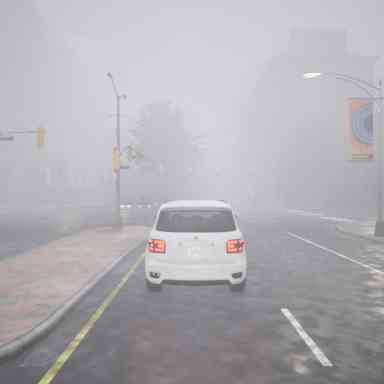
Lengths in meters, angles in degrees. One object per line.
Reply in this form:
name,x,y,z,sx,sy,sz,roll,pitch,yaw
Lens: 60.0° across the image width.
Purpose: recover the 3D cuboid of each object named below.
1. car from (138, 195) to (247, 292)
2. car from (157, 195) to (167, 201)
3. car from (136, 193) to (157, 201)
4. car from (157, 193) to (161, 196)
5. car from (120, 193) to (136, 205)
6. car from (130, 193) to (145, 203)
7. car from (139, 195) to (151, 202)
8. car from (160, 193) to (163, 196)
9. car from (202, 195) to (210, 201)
car,0.096,1.221,9.048,2.150,2.045,5.566,0,0,0
car,-7.754,1.552,86.243,1.994,1.385,4.181,0,0,0
car,-7.916,1.352,57.926,2.097,1.767,4.553,0,0,0
car,-7.834,1.526,66.811,1.812,1.442,4.674,0,0,1
car,-11.399,1.491,59.705,2.128,1.511,4.902,0,0,1
car,-11.302,1.225,69.624,2.150,2.045,5.566,0,0,0
car,-11.272,1.525,80.062,2.128,1.511,4.902,0,0,0
car,-7.783,1.225,76.427,2.150,2.045,5.566,0,0,0
car,3.756,1.540,89.897,2.033,1.411,5.357,0,0,0
